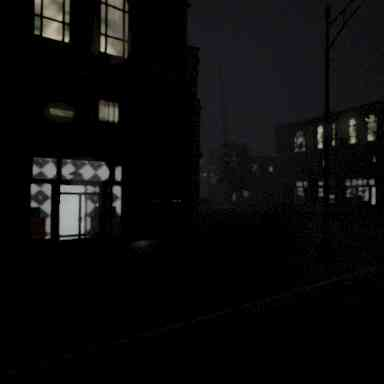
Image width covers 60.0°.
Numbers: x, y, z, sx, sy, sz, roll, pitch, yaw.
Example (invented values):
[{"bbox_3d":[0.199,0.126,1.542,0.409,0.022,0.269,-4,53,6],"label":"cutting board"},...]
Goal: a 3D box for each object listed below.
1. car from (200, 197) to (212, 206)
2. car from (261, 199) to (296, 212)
[{"bbox_3d":[1.393,1.489,52.193,1.887,1.381,4.507,1,0,-28],"label":"car"},{"bbox_3d":[9.486,1.500,36.725,2.008,1.369,4.403,1,0,-28],"label":"car"}]
